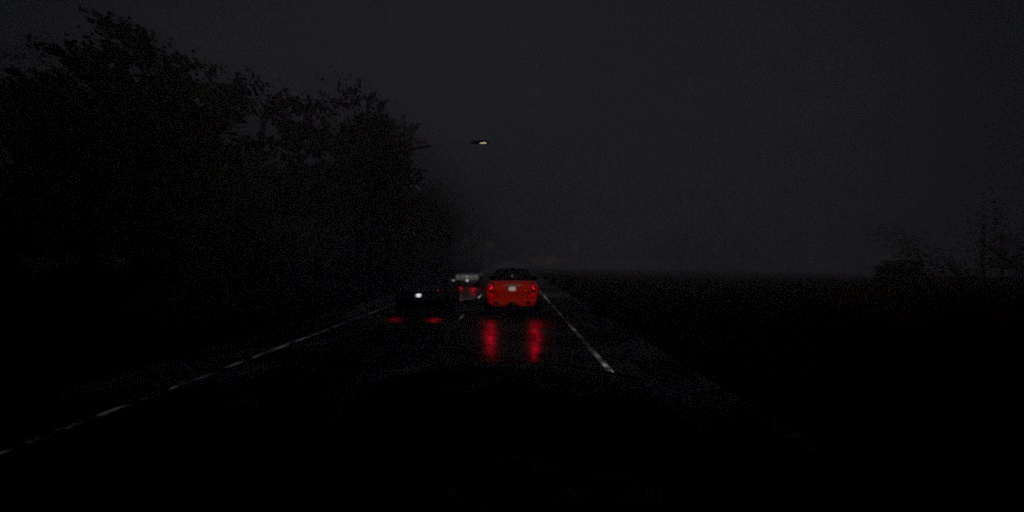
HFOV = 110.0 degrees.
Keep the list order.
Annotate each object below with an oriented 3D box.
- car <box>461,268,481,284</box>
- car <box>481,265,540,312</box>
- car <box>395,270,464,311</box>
[{"bbox_3d":[-3.472,1.652,30.098,1.895,1.301,4.718,0,-1,1],"label":"car"},{"bbox_3d":[0.028,1.245,15.281,2.097,1.767,4.553,0,-1,1],"label":"car"},{"bbox_3d":[-3.471,1.460,15.415,1.994,1.385,4.181,0,-1,1],"label":"car"}]
